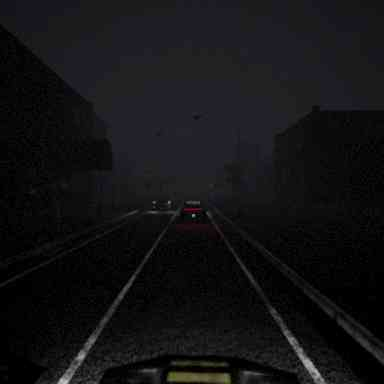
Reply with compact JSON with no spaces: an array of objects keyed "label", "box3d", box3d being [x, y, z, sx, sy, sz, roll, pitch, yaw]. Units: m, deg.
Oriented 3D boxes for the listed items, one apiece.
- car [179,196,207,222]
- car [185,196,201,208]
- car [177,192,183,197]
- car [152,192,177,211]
[{"label":"car","box3d":[0.096,1.321,24.367,2.128,1.511,4.902,0,1,0]},{"label":"car","box3d":[0.093,1.261,41.548,1.895,1.301,4.718,0,1,0]},{"label":"car","box3d":[-3.014,0.709,77.229,1.895,1.301,4.718,0,0,0]},{"label":"car","box3d":[-3.099,1.070,36.101,2.097,1.767,4.553,0,1,0]}]
